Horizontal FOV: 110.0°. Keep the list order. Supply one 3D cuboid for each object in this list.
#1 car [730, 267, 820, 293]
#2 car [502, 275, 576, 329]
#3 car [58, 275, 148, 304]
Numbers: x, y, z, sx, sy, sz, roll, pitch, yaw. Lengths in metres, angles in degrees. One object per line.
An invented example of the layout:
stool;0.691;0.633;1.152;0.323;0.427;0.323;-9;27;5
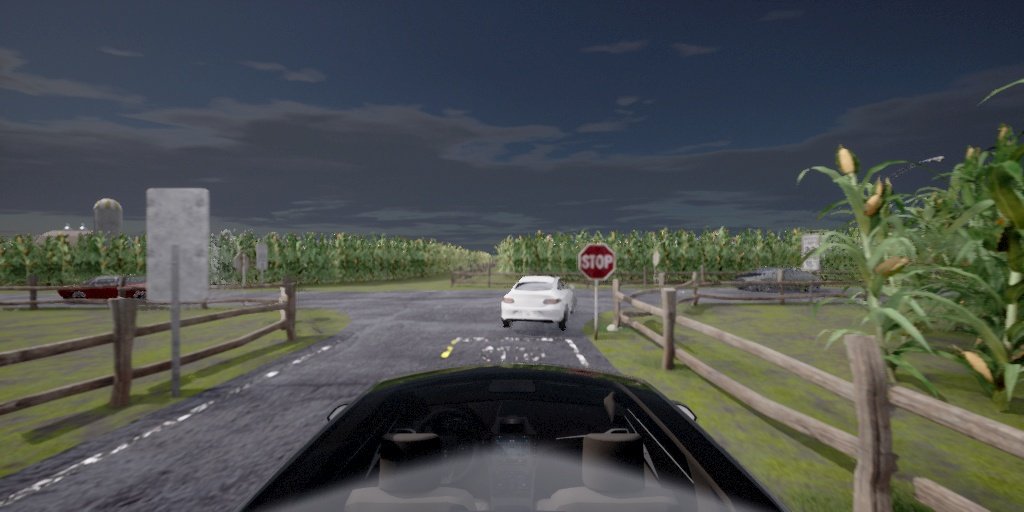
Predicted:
car;14.922;1.320;20.474;4.181;1.385;1.994;0;0;0
car;0.964;1.343;11.520;1.812;1.442;4.674;0;0;14
car;-18.803;1.604;17.578;4.718;1.301;1.895;0;0;0
